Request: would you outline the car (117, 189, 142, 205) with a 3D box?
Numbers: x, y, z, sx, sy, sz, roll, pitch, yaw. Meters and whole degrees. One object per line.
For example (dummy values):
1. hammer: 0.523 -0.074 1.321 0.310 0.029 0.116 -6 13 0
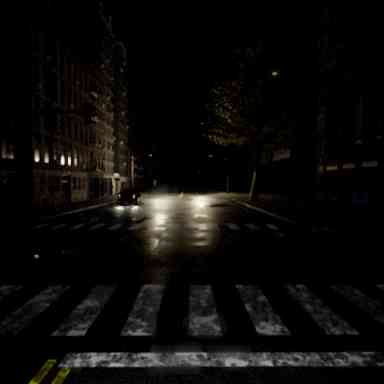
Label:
1. car: -6.746 0.438 36.151 2.097 1.767 4.553 0 1 0
